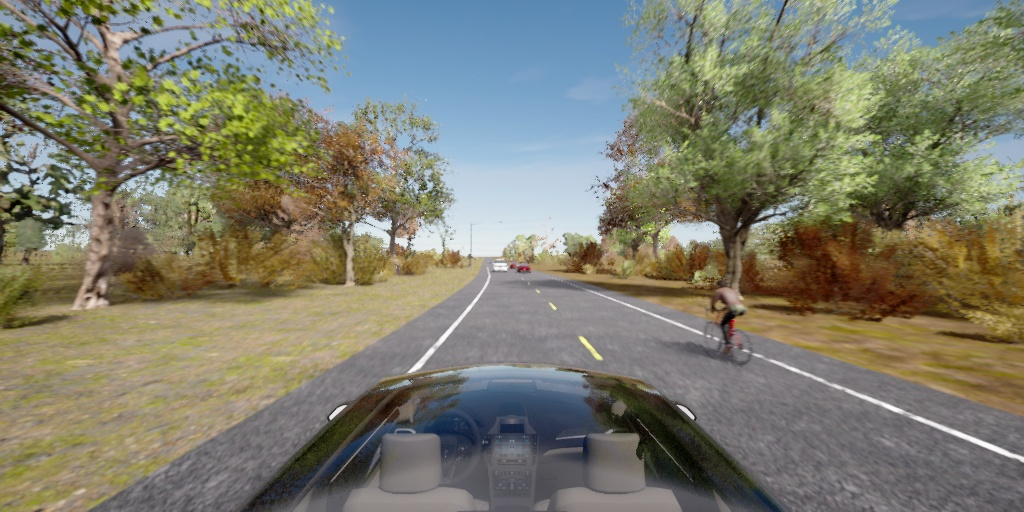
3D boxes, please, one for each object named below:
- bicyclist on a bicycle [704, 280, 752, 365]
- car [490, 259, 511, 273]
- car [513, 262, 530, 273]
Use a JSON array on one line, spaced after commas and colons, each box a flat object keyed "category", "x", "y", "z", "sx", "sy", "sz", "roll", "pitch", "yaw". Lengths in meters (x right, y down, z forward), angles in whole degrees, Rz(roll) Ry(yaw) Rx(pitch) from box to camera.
[{"category": "bicyclist on a bicycle", "x": 4.468, "y": 1.327, "z": 7.495, "sx": 0.582, "sy": 1.620, "sz": 1.656, "roll": 1, "pitch": -1, "yaw": 0}, {"category": "car", "x": -1.842, "y": 1.487, "z": 54.878, "sx": 2.150, "sy": 2.045, "sz": 5.566, "roll": 1, "pitch": -1, "yaw": -4}, {"category": "car", "x": 1.731, "y": 1.800, "z": 55.972, "sx": 1.882, "sy": 1.535, "sz": 5.008, "roll": 1, "pitch": 0, "yaw": -4}]
